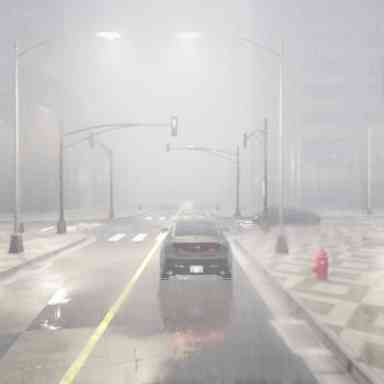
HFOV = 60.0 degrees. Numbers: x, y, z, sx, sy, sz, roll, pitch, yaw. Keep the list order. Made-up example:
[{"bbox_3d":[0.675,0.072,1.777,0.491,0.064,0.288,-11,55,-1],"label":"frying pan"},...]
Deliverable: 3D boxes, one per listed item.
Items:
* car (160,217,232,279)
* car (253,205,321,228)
[{"bbox_3d":[0.102,1.530,10.086,1.837,1.490,4.892,0,0,0],"label":"car"},{"bbox_3d":[6.060,1.524,21.402,4.181,1.385,1.994,-1,0,-12],"label":"car"}]
